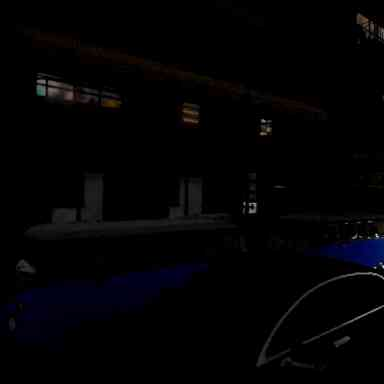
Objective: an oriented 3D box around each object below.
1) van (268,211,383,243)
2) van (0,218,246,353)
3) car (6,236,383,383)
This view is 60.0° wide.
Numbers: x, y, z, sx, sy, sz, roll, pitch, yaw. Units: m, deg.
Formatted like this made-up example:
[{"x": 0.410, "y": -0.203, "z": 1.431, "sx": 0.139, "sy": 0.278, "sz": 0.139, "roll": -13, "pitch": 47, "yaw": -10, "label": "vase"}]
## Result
[{"x": 3.705, "y": 1.427, "z": 8.734, "sx": 3.998, "sy": 1.788, "sz": 1.690, "roll": 1, "pitch": 0, "yaw": -35, "label": "van"}, {"x": -0.887, "y": 1.364, "z": 5.459, "sx": 3.998, "sy": 1.788, "sz": 1.690, "roll": 1, "pitch": 0, "yaw": -35, "label": "van"}, {"x": 0.867, "y": 1.534, "z": 3.686, "sx": 4.892, "sy": 1.490, "sz": 1.837, "roll": 1, "pitch": -1, "yaw": -35, "label": "car"}]
